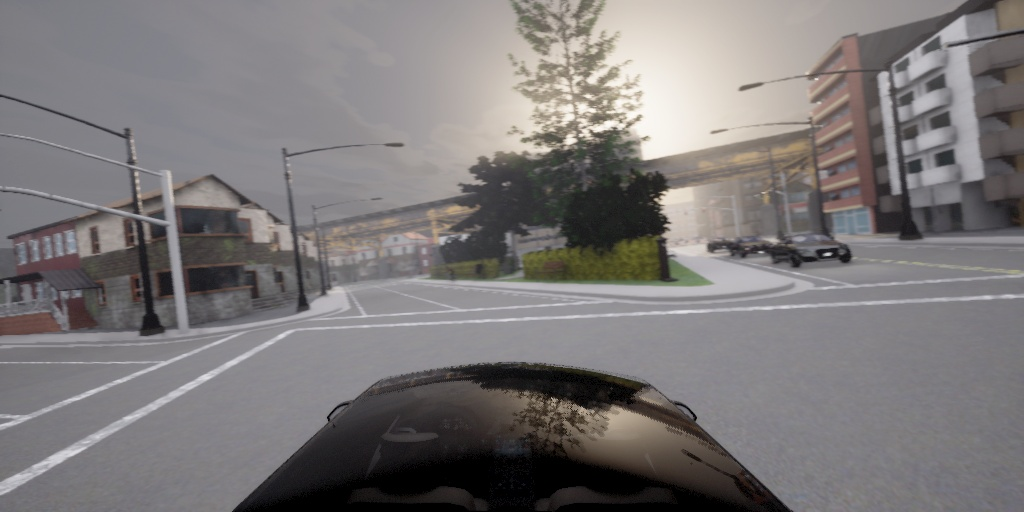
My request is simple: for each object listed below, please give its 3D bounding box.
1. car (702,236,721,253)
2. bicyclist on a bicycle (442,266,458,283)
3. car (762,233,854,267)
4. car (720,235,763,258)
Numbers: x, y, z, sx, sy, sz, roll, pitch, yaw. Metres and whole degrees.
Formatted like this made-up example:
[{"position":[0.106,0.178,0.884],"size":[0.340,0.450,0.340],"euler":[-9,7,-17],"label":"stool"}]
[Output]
[{"position":[20.174,-1.120,34.857],"size":[1.994,1.385,4.181],"euler":[-7,0,20],"label":"car"},{"position":[-6.394,1.853,36.686],"size":[1.656,1.620,0.582],"euler":[-7,0,-26],"label":"bicyclist on a bicycle"},{"position":[13.604,-0.334,16.609],"size":[1.994,1.385,4.181],"euler":[-7,0,20],"label":"car"},{"position":[16.771,-0.730,25.433],"size":[2.033,1.411,5.357],"euler":[-7,0,20],"label":"car"}]
